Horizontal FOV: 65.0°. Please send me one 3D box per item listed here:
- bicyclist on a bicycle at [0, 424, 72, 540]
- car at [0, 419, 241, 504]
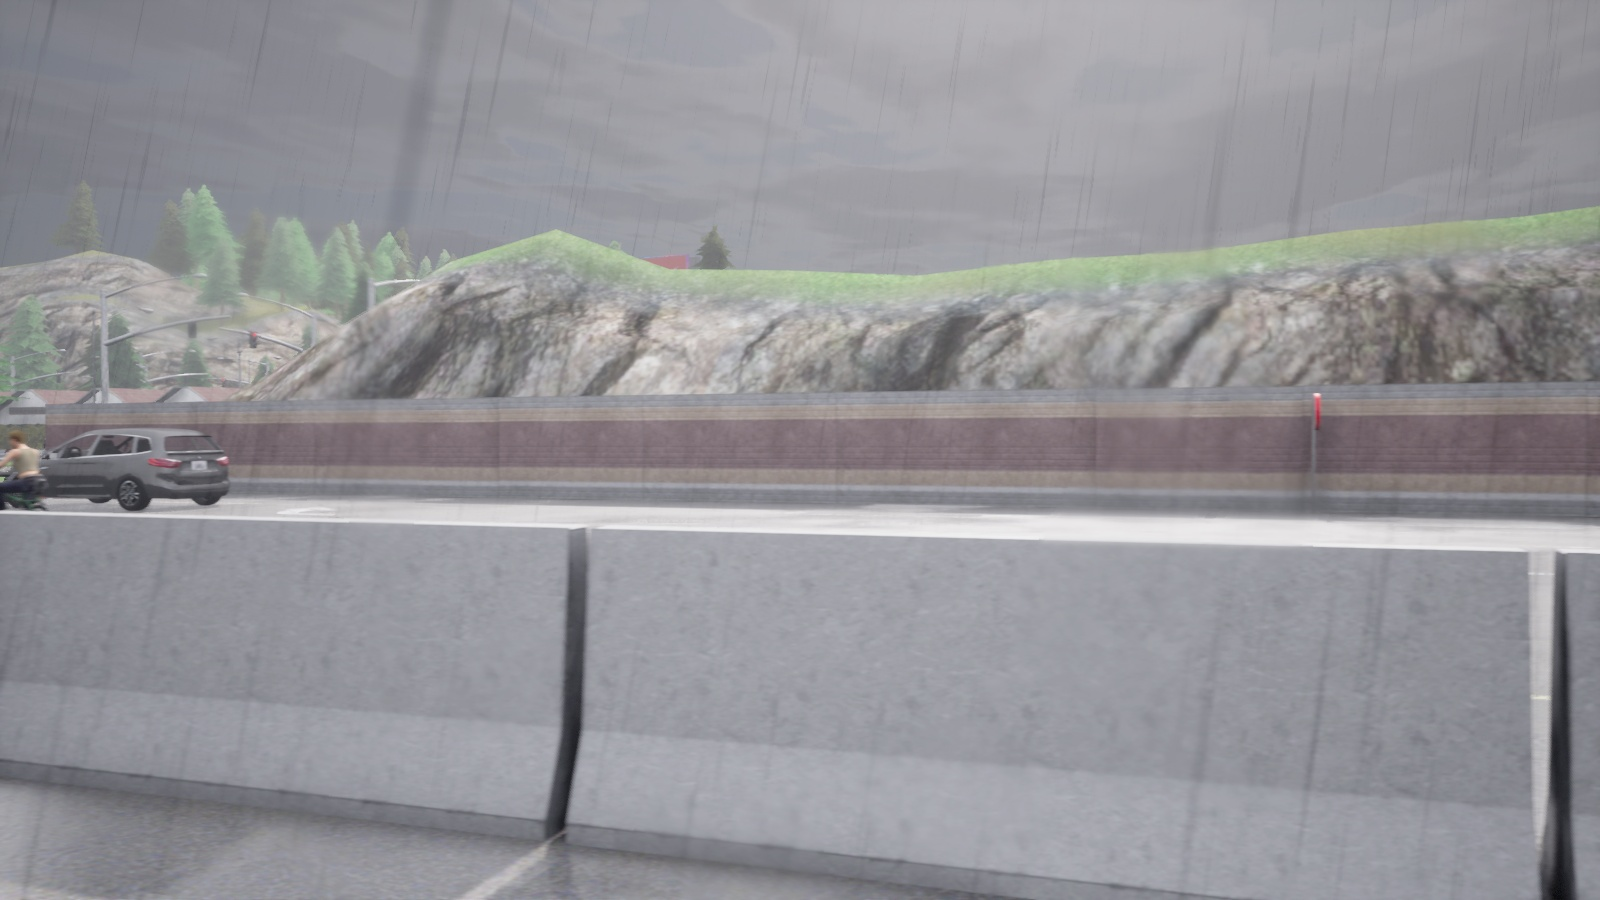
[{"bbox_3d":[-11.474,0.430,18.132,1.509,1.612,0.866,1,1,19],"label":"bicyclist on a bicycle"},{"bbox_3d":[-14.496,0.191,26.535,4.611,1.667,2.242,1,1,18],"label":"car"}]
